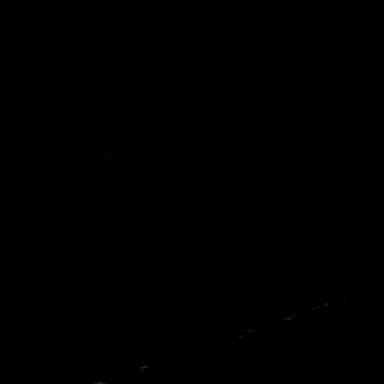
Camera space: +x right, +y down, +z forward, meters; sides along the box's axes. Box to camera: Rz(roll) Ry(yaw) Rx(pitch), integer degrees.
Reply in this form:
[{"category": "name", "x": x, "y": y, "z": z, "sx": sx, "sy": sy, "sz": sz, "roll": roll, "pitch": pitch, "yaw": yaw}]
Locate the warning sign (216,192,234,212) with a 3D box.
[{"category": "warning sign", "x": 3.128, "y": 0.915, "z": 31.490, "sx": 1.300, "sy": 1.860, "sz": 1.060, "roll": -1, "pitch": 1, "yaw": -36}]
